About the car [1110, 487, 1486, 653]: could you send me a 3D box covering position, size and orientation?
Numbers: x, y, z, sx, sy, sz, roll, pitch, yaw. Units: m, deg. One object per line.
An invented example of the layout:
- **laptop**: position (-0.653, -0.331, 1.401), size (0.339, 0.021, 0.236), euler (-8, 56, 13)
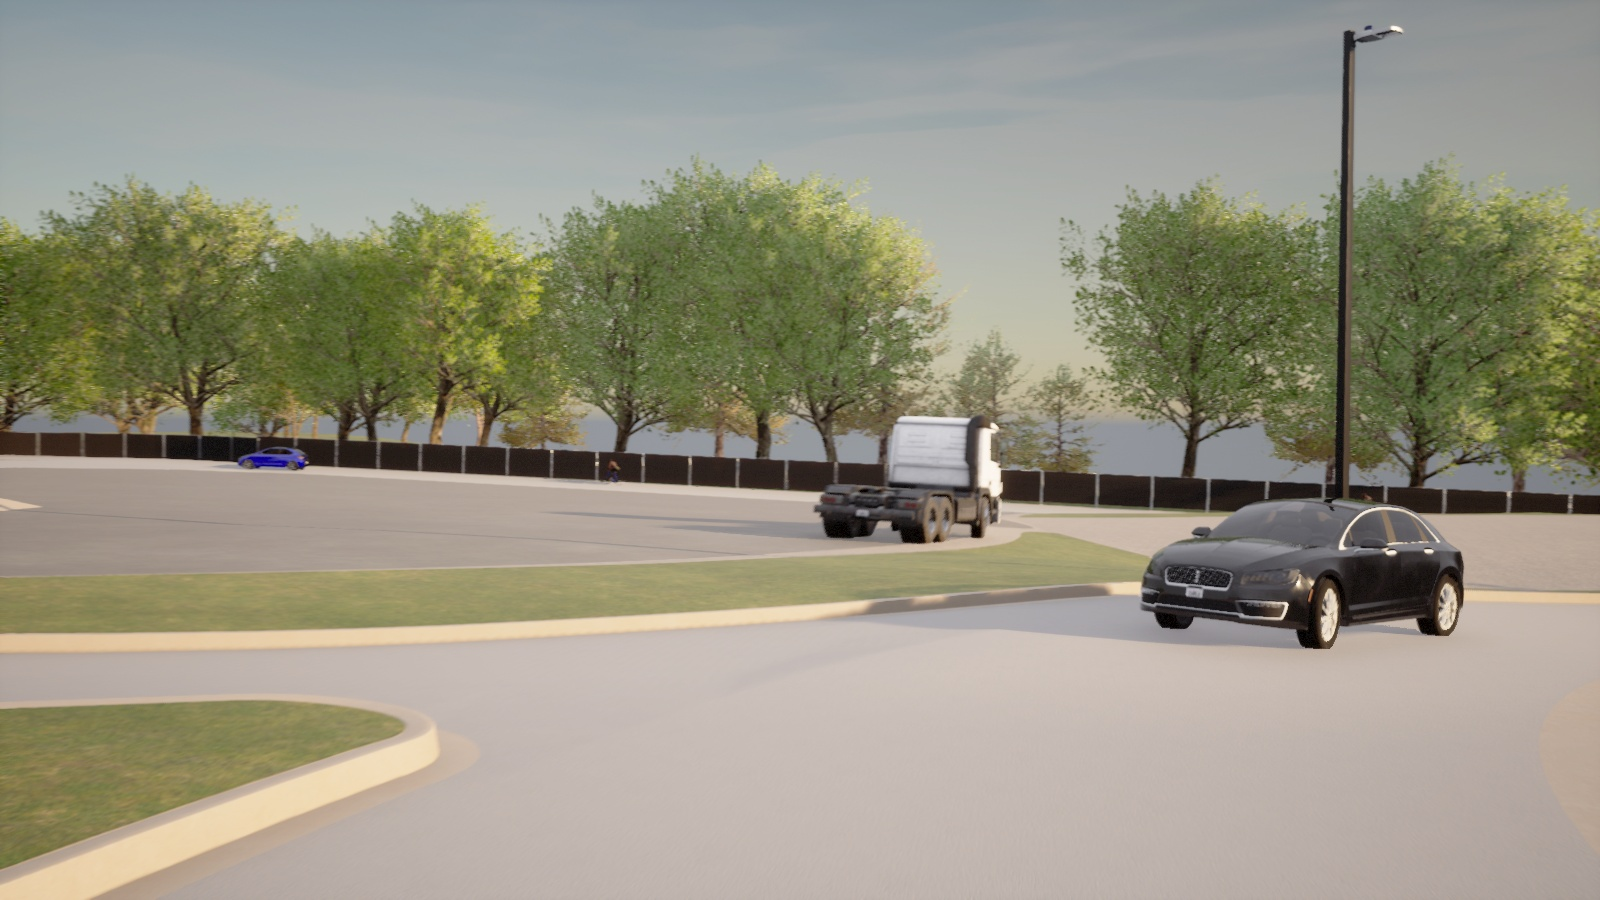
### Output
- **car**: position (5.705, 1.251, 14.026), size (4.892, 1.490, 1.837), euler (4, -2, -41)

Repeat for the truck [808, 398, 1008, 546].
- **truck**: position (3.180, 0.621, 34.058), size (2.891, 3.462, 7.936), euler (3, -1, 23)

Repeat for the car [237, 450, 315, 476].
- **car**: position (-33.436, 0.826, 80.223), size (4.193, 1.474, 1.816), euler (1, 2, -5)
